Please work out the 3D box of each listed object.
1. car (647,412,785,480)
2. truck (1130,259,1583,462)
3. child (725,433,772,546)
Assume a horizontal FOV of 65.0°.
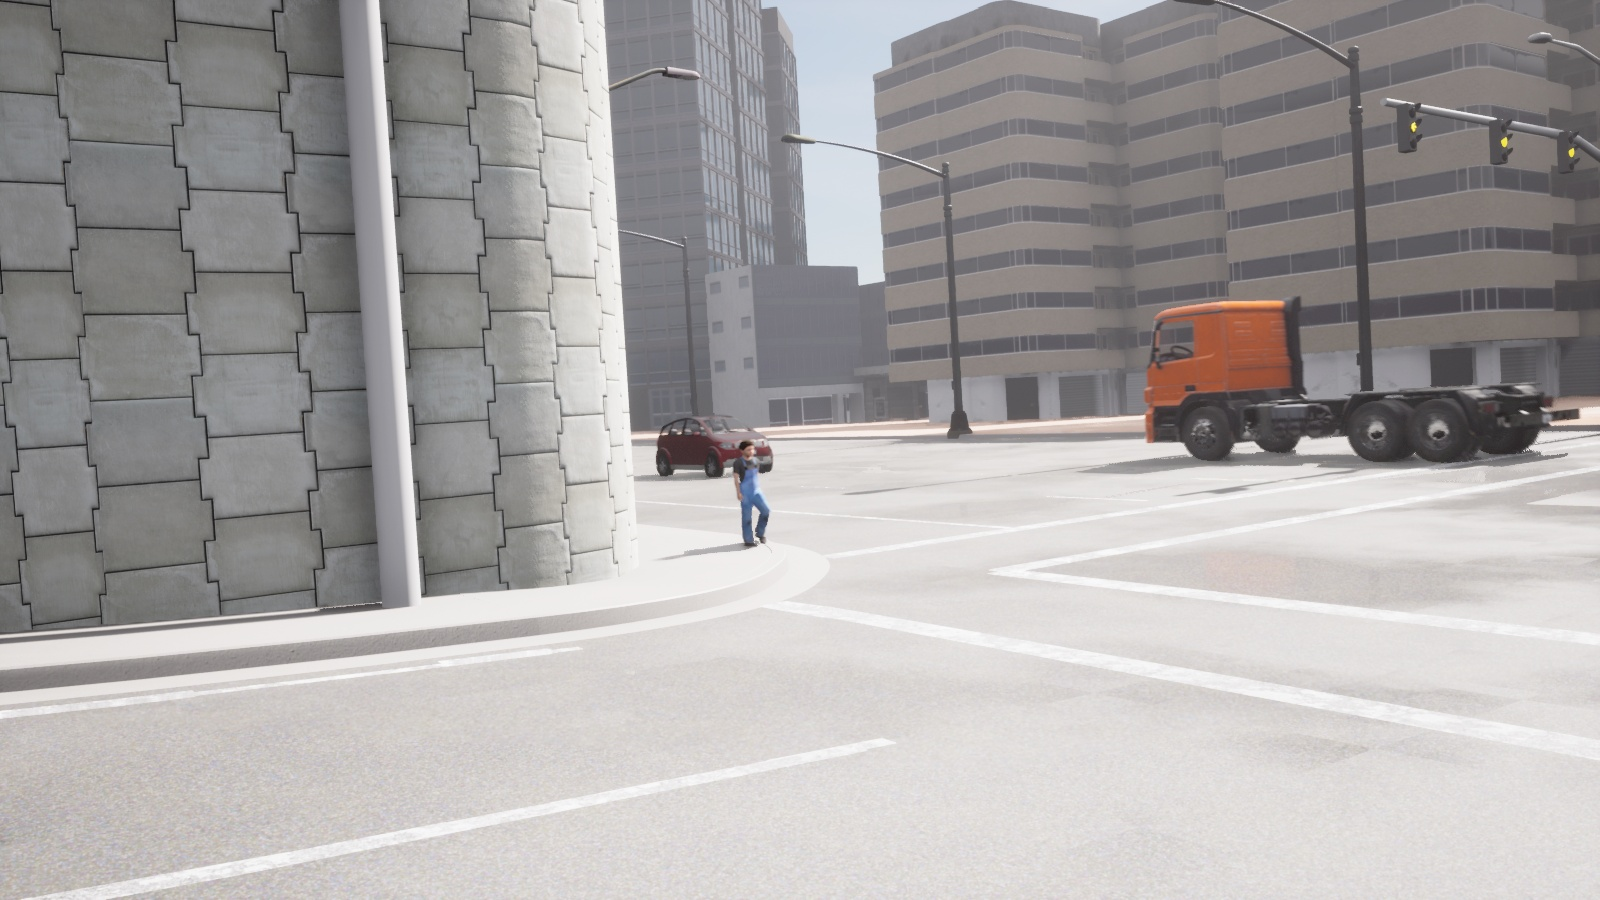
[{"bbox_3d":[-2.214,-0.107,32.335,1.789,1.549,3.705,-5,3,-35],"label":"car"},{"bbox_3d":[10.882,-1.622,25.532,2.891,3.462,7.936,-5,3,-35],"label":"truck"},{"bbox_3d":[-0.595,0.449,14.469,0.270,1.263,0.437,-5,3,-34],"label":"child"}]
